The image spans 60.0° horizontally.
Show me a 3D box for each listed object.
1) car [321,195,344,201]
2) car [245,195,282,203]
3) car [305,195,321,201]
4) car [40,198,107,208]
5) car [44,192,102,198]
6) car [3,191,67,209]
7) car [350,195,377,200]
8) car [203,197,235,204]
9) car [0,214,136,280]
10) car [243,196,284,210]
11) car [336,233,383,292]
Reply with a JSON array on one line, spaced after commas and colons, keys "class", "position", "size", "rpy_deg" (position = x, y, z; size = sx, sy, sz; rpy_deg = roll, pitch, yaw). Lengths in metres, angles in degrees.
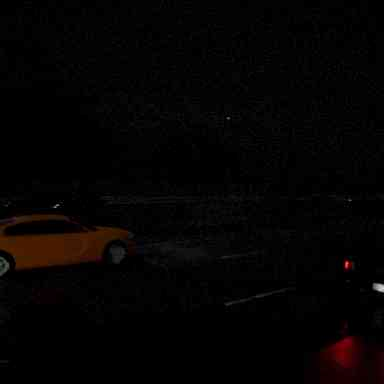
[{"class": "car", "position": [21.627, 1.020, 48.917], "size": [4.718, 1.301, 1.895], "rpy_deg": [0, 0, -35]}, {"class": "car", "position": [7.435, 1.135, 34.808], "size": [4.553, 1.767, 2.097], "rpy_deg": [0, 1, -35]}, {"class": "car", "position": [19.555, 1.245, 51.742], "size": [4.902, 1.511, 2.128], "rpy_deg": [0, 0, -35]}, {"class": "car", "position": [-8.283, 1.348, 23.834], "size": [4.181, 1.385, 1.994], "rpy_deg": [0, 1, -35]}, {"class": "car", "position": [-9.307, 1.105, 27.383], "size": [4.553, 1.767, 2.097], "rpy_deg": [0, 1, -35]}, {"class": "car", "position": [-13.205, 0.944, 28.931], "size": [5.566, 2.045, 2.150], "rpy_deg": [0, 1, -35]}, {"class": "car", "position": [23.678, 1.174, 46.082], "size": [4.553, 1.767, 2.097], "rpy_deg": [0, 0, -35]}, {"class": "car", "position": [3.305, 1.287, 40.460], "size": [4.181, 1.385, 1.994], "rpy_deg": [0, 0, -35]}, {"class": "car", "position": [-4.069, 1.385, 9.583], "size": [5.008, 1.535, 1.882], "rpy_deg": [0, 0, -35]}, {"class": "car", "position": [8.678, 1.231, 39.926], "size": [5.008, 1.535, 1.882], "rpy_deg": [0, 0, -34]}, {"class": "car", "position": [5.484, 1.570, 7.722], "size": [4.718, 1.301, 1.895], "rpy_deg": [0, 1, -35]}]
